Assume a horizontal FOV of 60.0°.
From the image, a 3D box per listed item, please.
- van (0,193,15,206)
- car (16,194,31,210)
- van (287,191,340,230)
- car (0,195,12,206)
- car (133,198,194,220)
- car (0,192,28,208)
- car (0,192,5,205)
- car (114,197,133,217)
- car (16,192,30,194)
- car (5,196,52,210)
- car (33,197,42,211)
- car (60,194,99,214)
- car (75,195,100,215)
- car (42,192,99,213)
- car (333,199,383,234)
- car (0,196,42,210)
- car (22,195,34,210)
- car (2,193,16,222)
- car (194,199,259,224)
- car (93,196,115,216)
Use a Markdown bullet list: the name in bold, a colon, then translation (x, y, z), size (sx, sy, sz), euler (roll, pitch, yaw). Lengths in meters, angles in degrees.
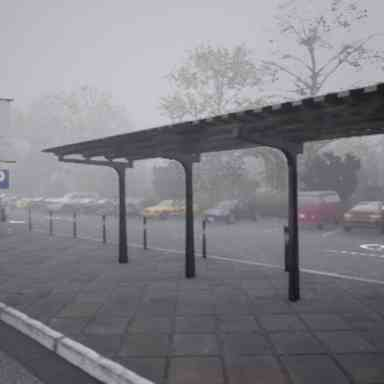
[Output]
- **van**: translation (-28.900, 1.123, 49.263), size (1.878, 1.987, 4.442), euler (0, 1, 40)
- **car**: translation (-18.286, 1.337, 40.314), size (1.946, 1.575, 5.366), euler (0, 1, 40)
- **van**: translation (7.015, 0.932, 18.652), size (1.878, 1.987, 4.442), euler (0, 1, 40)
- **car**: translation (-30.964, 1.339, 51.119), size (1.946, 1.575, 5.366), euler (0, 1, 40)
- **car**: translation (-1.626, 1.224, 25.626), size (1.946, 1.575, 5.366), euler (0, 1, 40)
- **car**: translation (-26.844, 1.105, 47.395), size (2.435, 2.045, 5.566), euler (0, 1, 40)
- **car**: translation (-33.182, 1.088, 52.796), size (2.435, 2.045, 5.566), euler (0, 1, 40)
- **car**: translation (-3.598, 1.269, 27.590), size (2.163, 1.488, 4.792), euler (0, 1, 40)
- **car**: translation (-24.768, 1.107, 45.551), size (2.435, 2.045, 5.566), euler (0, 1, 40)
- **car**: translation (-20.534, 1.385, 41.949), size (2.163, 1.488, 4.792), euler (0, 1, 40)
- **car**: translation (-14.182, 1.321, 36.565), size (2.231, 1.521, 4.892), euler (0, 1, 40)
- **car**: translation (-9.951, 1.287, 32.973), size (2.097, 1.535, 5.008), euler (0, 1, 40)
- **car**: translation (-7.838, 1.271, 31.173), size (2.097, 1.535, 5.008), euler (0, 1, 40)
- **car**: translation (-12.090, 1.053, 34.745), size (2.435, 2.045, 5.566), euler (0, 1, 40)
- **car**: translation (9.054, 1.185, 16.764), size (2.002, 1.452, 4.674), euler (0, 1, 40)
- **car**: translation (-22.615, 1.386, 43.799), size (2.163, 1.488, 4.792), euler (0, 1, 40)
- **car**: translation (-16.296, 1.333, 38.368), size (2.097, 1.535, 5.008), euler (0, 1, 40)
- **car**: translation (-13.572, 1.263, 18.826), size (2.435, 2.045, 5.566), euler (0, 1, 40)
- **car**: translation (2.702, 1.222, 22.144), size (2.163, 1.488, 4.792), euler (0, 1, 40)
- **car**: translation (-5.725, 1.257, 29.373), size (2.231, 1.521, 4.892), euler (0, 1, 40)
